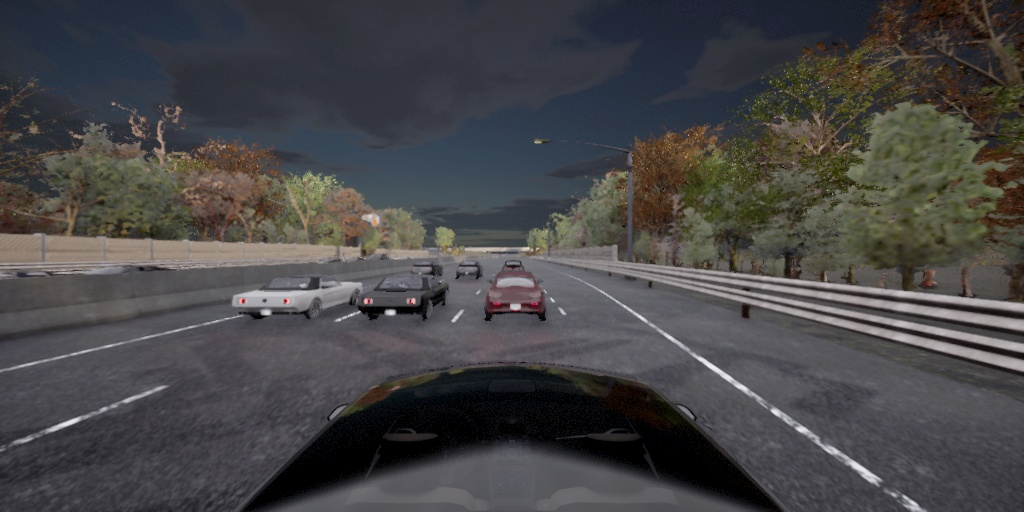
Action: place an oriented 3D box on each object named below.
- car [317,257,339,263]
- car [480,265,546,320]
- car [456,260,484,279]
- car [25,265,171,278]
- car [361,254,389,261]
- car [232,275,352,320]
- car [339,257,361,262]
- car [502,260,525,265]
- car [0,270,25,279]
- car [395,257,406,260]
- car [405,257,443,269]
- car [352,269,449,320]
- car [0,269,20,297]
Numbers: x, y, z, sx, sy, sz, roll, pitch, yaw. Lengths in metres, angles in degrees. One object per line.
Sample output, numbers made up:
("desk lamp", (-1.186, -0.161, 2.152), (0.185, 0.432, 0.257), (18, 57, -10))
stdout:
("car", (-28.045, 0.939, 55.182), (2.128, 1.511, 4.902), (0, 0, 1))
("car", (0.099, 1.209, 12.142), (1.812, 1.442, 4.674), (0, 0, 0))
("car", (-3.400, 1.074, 29.449), (2.128, 1.511, 4.902), (0, 0, 0))
("car", (-17.600, 1.163, 16.145), (1.837, 1.490, 4.892), (0, 0, 0))
("car", (-21.043, 0.663, 56.156), (2.150, 2.045, 5.566), (0, 0, 1))
("car", (-6.900, 1.283, 12.298), (1.895, 1.301, 4.718), (0, 0, 0))
("car", (-24.544, 0.945, 56.126), (1.837, 1.490, 4.892), (0, 1, 1))
("car", (0.100, 1.087, 29.496), (1.837, 1.490, 4.892), (0, 0, 0))
("car", (-21.100, 1.267, 14.891), (1.895, 1.301, 4.718), (0, 0, 0))
("car", (-17.544, 0.913, 57.428), (1.882, 1.535, 5.008), (0, 0, 1))
("car", (-6.900, 1.073, 29.456), (2.128, 1.511, 4.902), (0, 0, 0))
("car", (-3.400, 1.284, 12.274), (1.895, 1.301, 4.718), (0, 0, 0))
("car", (-24.601, 1.267, 14.877), (1.895, 1.301, 4.718), (0, 0, 0))
